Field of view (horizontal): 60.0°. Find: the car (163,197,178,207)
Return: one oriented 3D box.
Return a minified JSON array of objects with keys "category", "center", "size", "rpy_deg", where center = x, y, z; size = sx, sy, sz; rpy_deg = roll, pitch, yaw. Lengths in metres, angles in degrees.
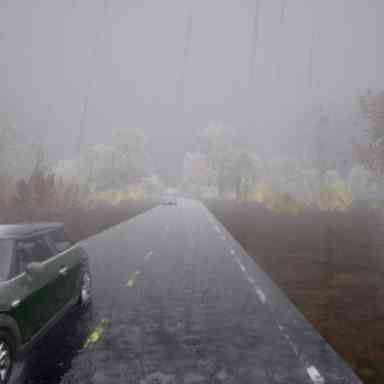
[{"category":"car","center":[-3.079,1.417,48.390],"size":[1.994,1.385,4.181],"rpy_deg":[0,0,0]}]

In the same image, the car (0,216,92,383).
[{"category":"car","center":[-3.100,1.339,4.911],"size":[2.097,1.767,4.553],"rpy_deg":[0,0,0]}]
